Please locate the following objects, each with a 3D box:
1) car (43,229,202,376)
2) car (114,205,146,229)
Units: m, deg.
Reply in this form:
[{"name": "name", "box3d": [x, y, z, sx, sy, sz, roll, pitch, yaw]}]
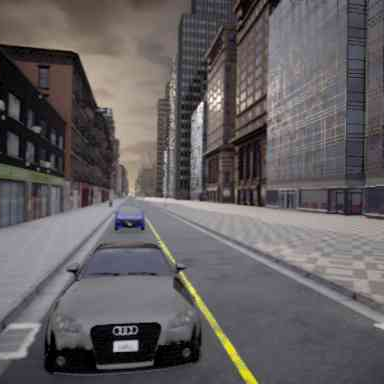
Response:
[{"name": "car", "box3d": [-1.113, 1.608, 5.799, 1.994, 1.385, 4.181, 1, -1, -10]}, {"name": "car", "box3d": [-4.109, 1.644, 22.051, 1.882, 1.535, 5.008, 1, -1, -10]}]
